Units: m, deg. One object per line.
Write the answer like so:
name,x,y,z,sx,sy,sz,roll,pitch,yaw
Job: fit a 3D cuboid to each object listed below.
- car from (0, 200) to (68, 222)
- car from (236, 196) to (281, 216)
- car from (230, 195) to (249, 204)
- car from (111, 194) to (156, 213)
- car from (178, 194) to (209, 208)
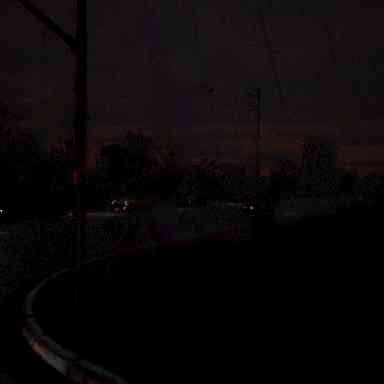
car,-10.800,1.194,22.106,1.895,1.301,4.718,1,1,33
car,6.117,1.328,28.854,2.033,1.411,5.357,1,1,32
car,7.741,1.108,51.264,2.033,1.411,5.357,1,1,33
car,-5.339,0.935,30.723,2.097,1.767,4.553,1,1,32
car,0.232,1.051,39.534,1.882,1.535,5.008,1,1,32
